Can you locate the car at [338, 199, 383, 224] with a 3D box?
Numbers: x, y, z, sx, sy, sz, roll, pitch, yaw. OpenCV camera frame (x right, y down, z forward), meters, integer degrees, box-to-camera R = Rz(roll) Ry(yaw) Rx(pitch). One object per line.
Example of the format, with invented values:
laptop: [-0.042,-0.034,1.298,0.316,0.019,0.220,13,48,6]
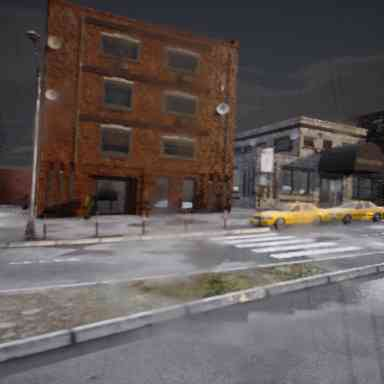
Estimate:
car: [11.027,1.296,22.806,5.366,1.575,1.946,0,0,-26]

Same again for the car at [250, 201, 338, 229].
car: [6.076,1.341,20.359,5.366,1.575,1.946,-1,0,-26]
